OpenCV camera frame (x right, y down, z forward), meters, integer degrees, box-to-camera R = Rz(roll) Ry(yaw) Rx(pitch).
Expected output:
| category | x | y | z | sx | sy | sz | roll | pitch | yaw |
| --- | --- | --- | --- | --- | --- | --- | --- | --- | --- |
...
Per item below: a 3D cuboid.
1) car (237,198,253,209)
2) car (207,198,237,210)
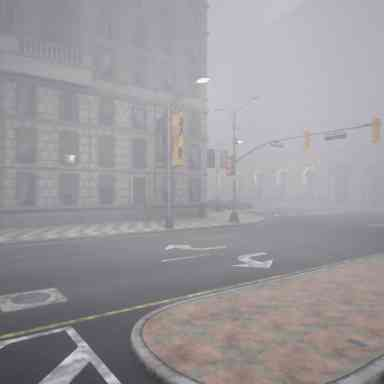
| category | x | y | z | sx | sy | sz | roll | pitch | yaw |
| --- | --- | --- | --- | --- | --- | --- | --- | --- | --- |
| car | 6.224 | 1.564 | 44.813 | 1.994 | 1.385 | 4.181 | 0 | 0 | -36 |
| car | 3.282 | 1.564 | 42.907 | 1.994 | 1.385 | 4.181 | 0 | 0 | -36 |
